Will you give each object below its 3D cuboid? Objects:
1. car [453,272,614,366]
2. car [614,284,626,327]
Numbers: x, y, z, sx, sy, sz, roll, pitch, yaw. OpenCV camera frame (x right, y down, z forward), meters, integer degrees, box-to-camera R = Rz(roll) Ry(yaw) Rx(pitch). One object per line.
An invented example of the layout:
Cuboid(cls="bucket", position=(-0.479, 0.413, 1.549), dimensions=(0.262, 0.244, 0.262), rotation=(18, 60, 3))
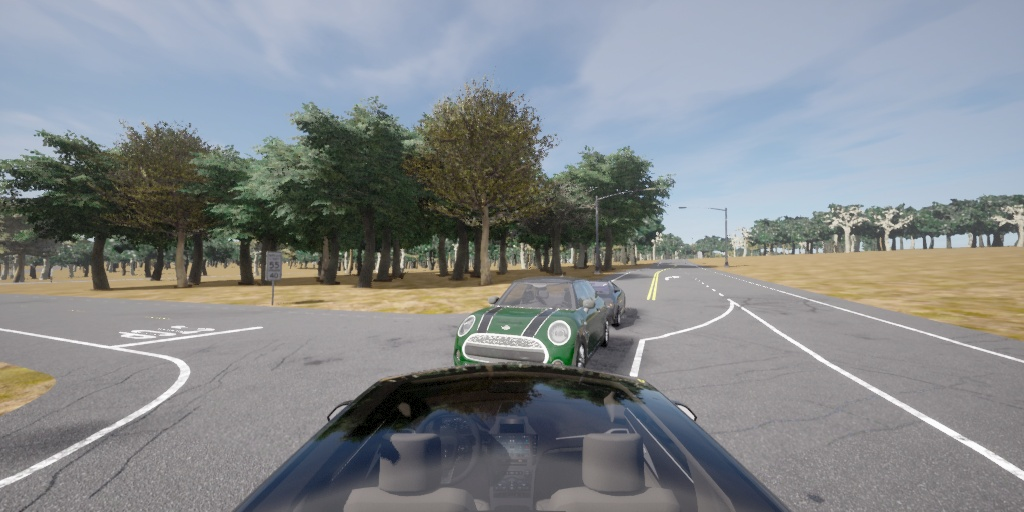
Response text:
Cuboid(cls="car", position=(0.690, 1.222, 7.402), dimensions=(2.097, 1.767, 4.553), rotation=(-1, -2, 22))
Cuboid(cls="car", position=(2.920, 1.554, 12.833), dimensions=(1.994, 1.385, 4.181), rotation=(-2, 0, 22))
